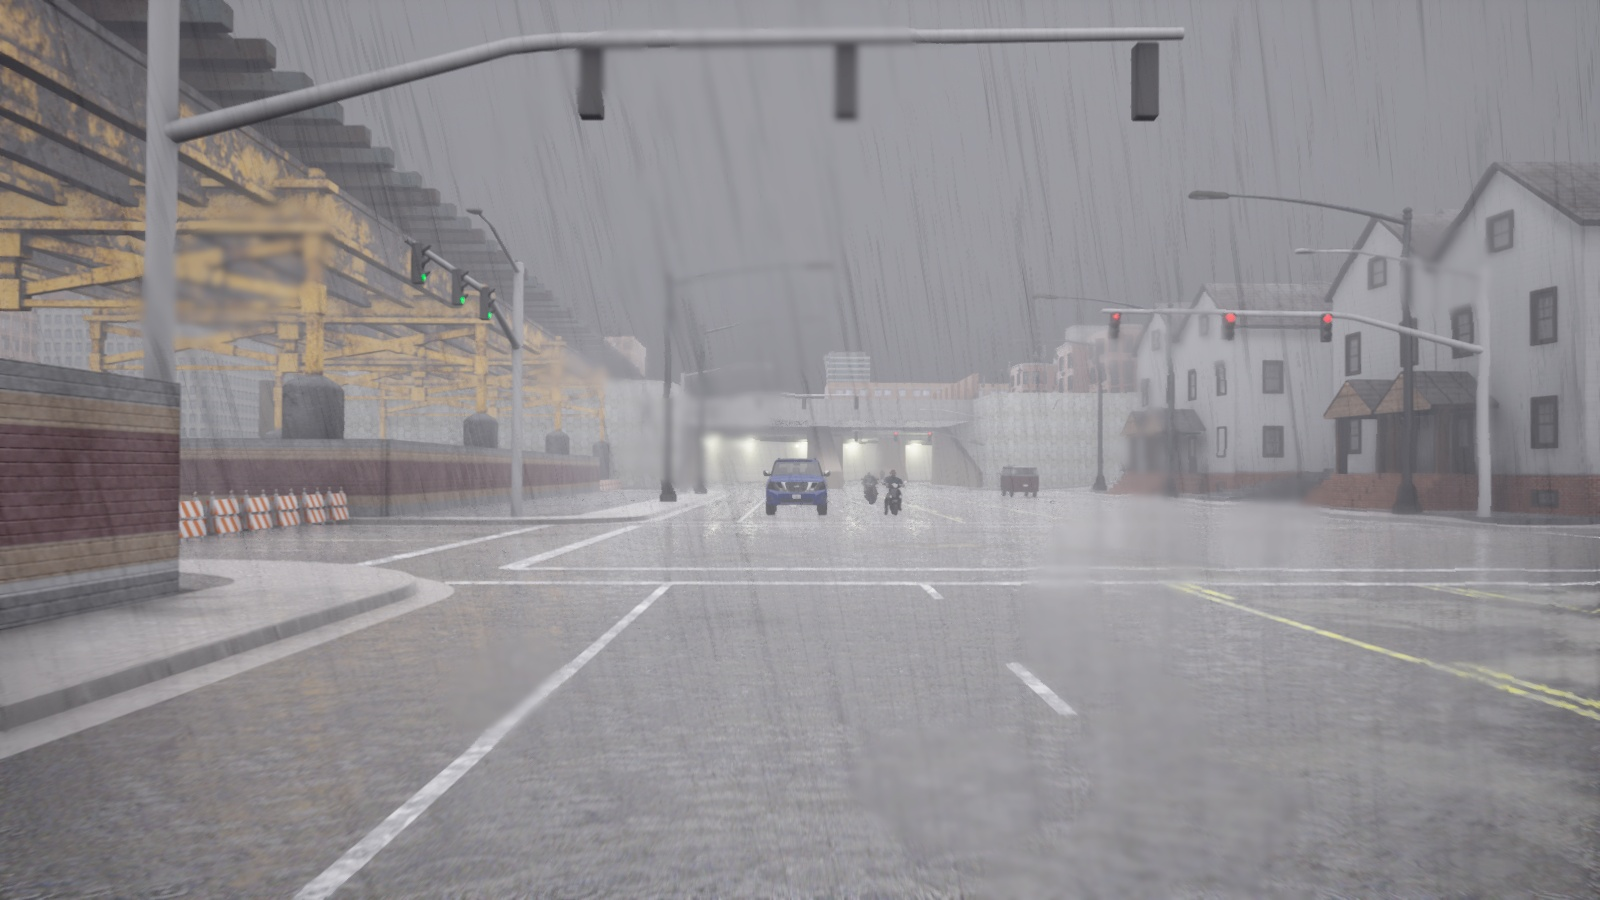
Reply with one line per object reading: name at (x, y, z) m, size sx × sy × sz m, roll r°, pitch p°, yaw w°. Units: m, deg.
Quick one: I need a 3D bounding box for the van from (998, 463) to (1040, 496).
van at (13.848, 1.843, 79.502) m, size 1.775 × 1.987 × 4.442 m, roll 0°, pitch -1°, yaw -1°

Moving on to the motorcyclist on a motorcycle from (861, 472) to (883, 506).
motorcyclist on a motorcycle at (3.366, 1.822, 58.947) m, size 0.866 × 1.530 × 2.191 m, roll 0°, pitch -1°, yaw 0°

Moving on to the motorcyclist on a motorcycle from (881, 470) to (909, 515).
motorcyclist on a motorcycle at (3.399, 1.512, 45.226) m, size 0.866 × 1.590 × 1.817 m, roll 0°, pitch -1°, yaw 0°

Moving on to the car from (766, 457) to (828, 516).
car at (-0.105, 1.311, 46.416) m, size 2.150 × 2.045 × 5.566 m, roll 0°, pitch -1°, yaw 0°
